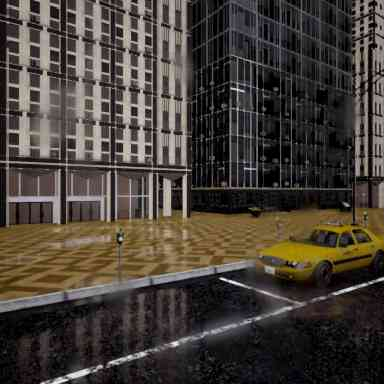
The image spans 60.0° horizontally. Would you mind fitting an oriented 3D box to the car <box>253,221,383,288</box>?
[{"bbox_3d":[3.800,1.526,9.253,4.829,1.417,1.752,0,0,-35],"label":"car"}]
